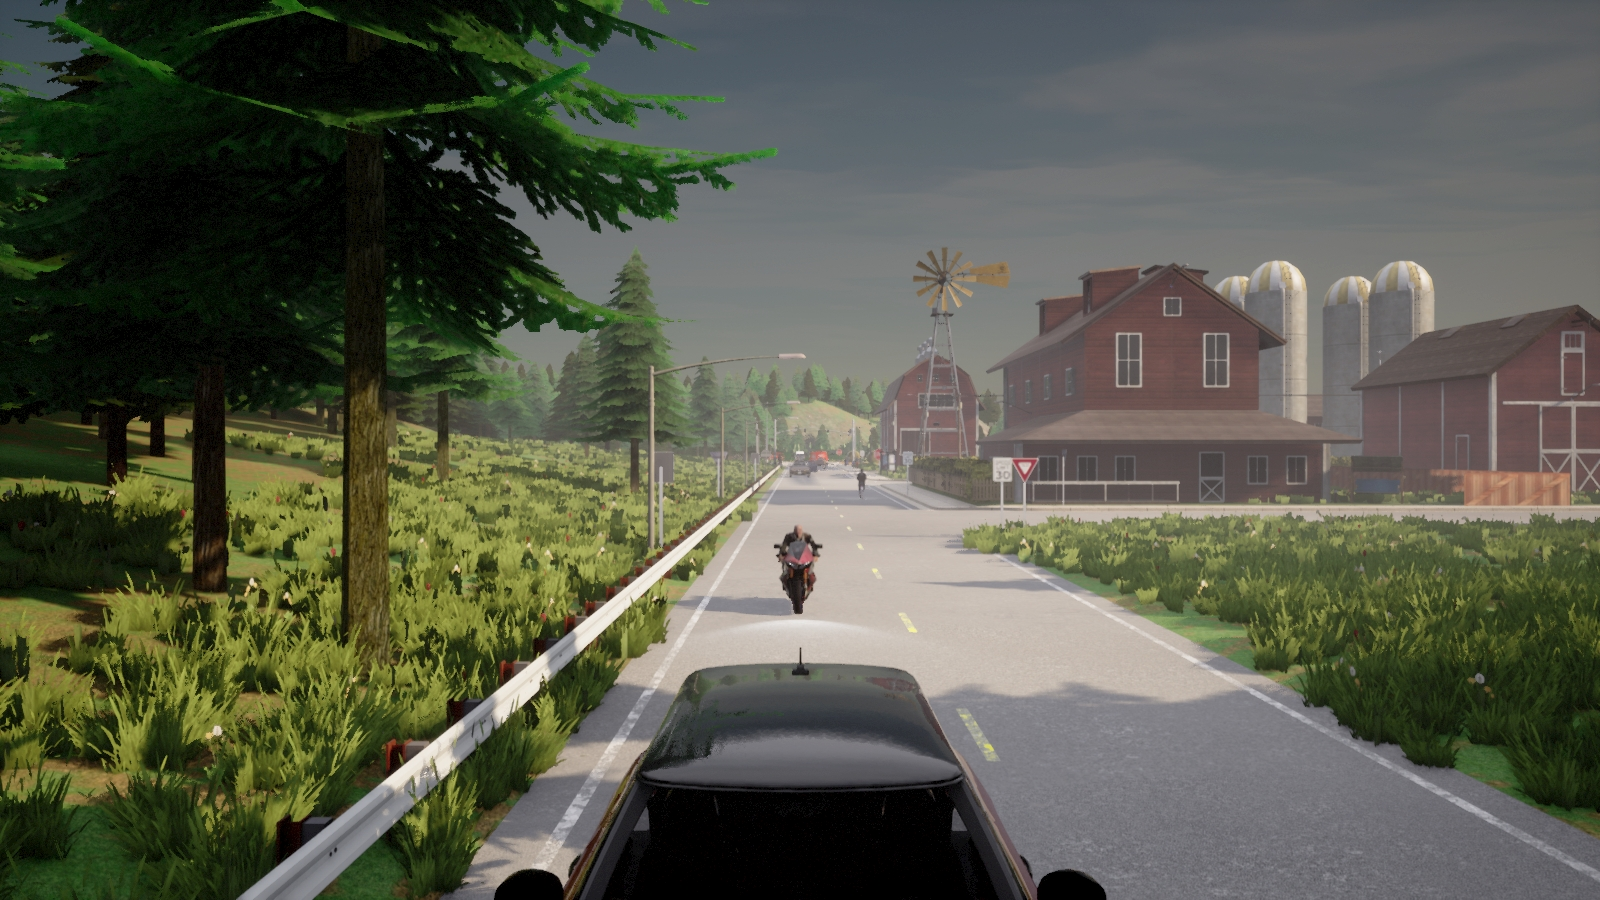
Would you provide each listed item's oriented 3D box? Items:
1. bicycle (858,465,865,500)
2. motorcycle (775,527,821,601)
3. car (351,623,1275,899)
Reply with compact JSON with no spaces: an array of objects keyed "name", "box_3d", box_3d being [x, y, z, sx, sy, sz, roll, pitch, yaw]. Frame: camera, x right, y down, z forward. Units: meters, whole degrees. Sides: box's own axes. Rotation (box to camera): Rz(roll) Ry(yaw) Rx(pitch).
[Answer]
[{"name":"bicycle","box_3d":[3.513,1.839,65.057,0.329,1.919,1.835,0,0,0]},{"name":"motorcycle","box_3d":[-0.045,2.206,22.480,0.867,1.251,2.209,0,0,0]},{"name":"car","box_3d":[0.033,1.906,4.501,2.097,1.767,4.553,0,0,0]}]
